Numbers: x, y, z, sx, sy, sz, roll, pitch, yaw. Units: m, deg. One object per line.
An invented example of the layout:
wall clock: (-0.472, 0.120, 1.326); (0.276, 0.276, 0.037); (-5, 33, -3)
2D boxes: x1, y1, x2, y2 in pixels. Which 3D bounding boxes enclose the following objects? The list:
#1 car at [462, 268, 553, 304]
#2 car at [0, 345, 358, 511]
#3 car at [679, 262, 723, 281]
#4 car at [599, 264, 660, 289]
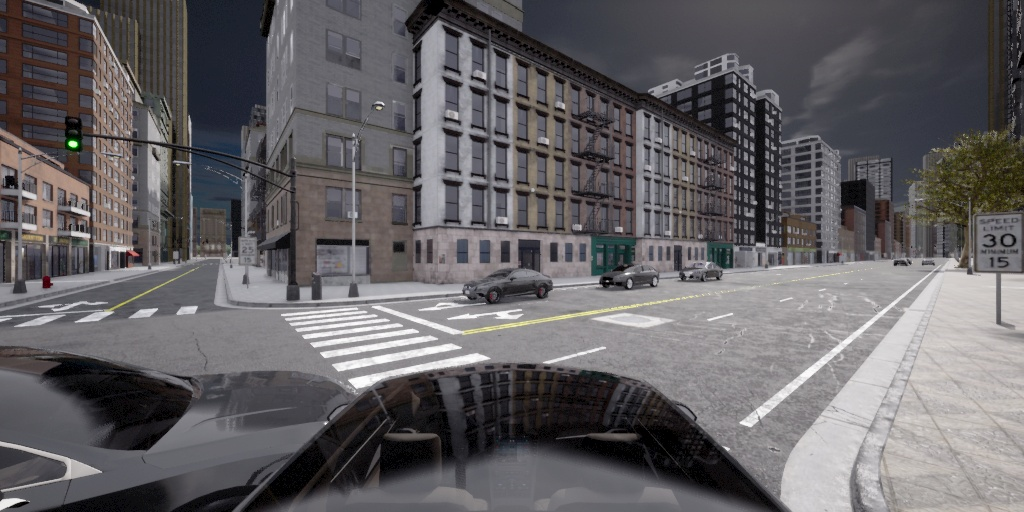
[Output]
car: (-0.087, 1.286, 16.720); (4.674, 1.442, 1.812); (0, 0, -39)
car: (-3.227, 1.257, 1.739); (4.892, 1.490, 1.837); (0, 0, -35)
car: (15.576, 1.236, 29.462); (4.902, 1.511, 2.128); (0, 0, -39)
car: (7.586, 1.258, 22.968); (4.892, 1.490, 1.837); (0, 0, -39)
